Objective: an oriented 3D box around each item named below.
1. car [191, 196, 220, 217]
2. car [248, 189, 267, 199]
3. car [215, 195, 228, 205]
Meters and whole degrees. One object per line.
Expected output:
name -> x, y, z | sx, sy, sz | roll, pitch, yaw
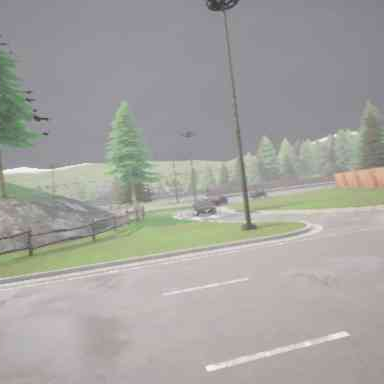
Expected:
car -> 1.014, 1.462, 31.885 | 1.837, 1.490, 4.892 | -8, 0, -6
car -> 10.843, 0.362, 56.723 | 2.128, 1.511, 4.902 | -7, 0, 44
car -> 3.411, 1.190, 46.246 | 1.882, 1.535, 5.008 | -7, -1, 25
